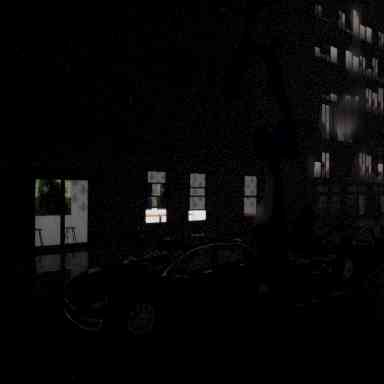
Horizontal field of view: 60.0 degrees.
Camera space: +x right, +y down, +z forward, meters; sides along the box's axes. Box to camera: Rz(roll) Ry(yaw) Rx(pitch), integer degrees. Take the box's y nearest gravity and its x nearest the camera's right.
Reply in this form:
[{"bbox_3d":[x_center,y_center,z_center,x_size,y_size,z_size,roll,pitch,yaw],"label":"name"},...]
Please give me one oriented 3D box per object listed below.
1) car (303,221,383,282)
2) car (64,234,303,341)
[{"bbox_3d":[4.495,1.550,9.712,4.403,1.369,2.008,0,0,-35],"label":"car"},{"bbox_3d":[-0.140,1.551,6.436,4.403,1.369,2.008,0,0,-35],"label":"car"}]
